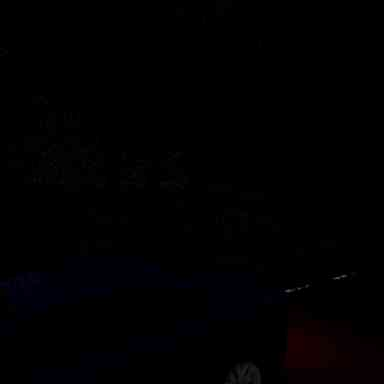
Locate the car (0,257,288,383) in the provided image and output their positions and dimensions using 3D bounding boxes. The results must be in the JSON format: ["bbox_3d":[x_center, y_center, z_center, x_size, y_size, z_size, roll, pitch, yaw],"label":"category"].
[{"bbox_3d":[-1.237,1.479,3.114,5.008,1.535,1.882,0,0,-36],"label":"car"}]
